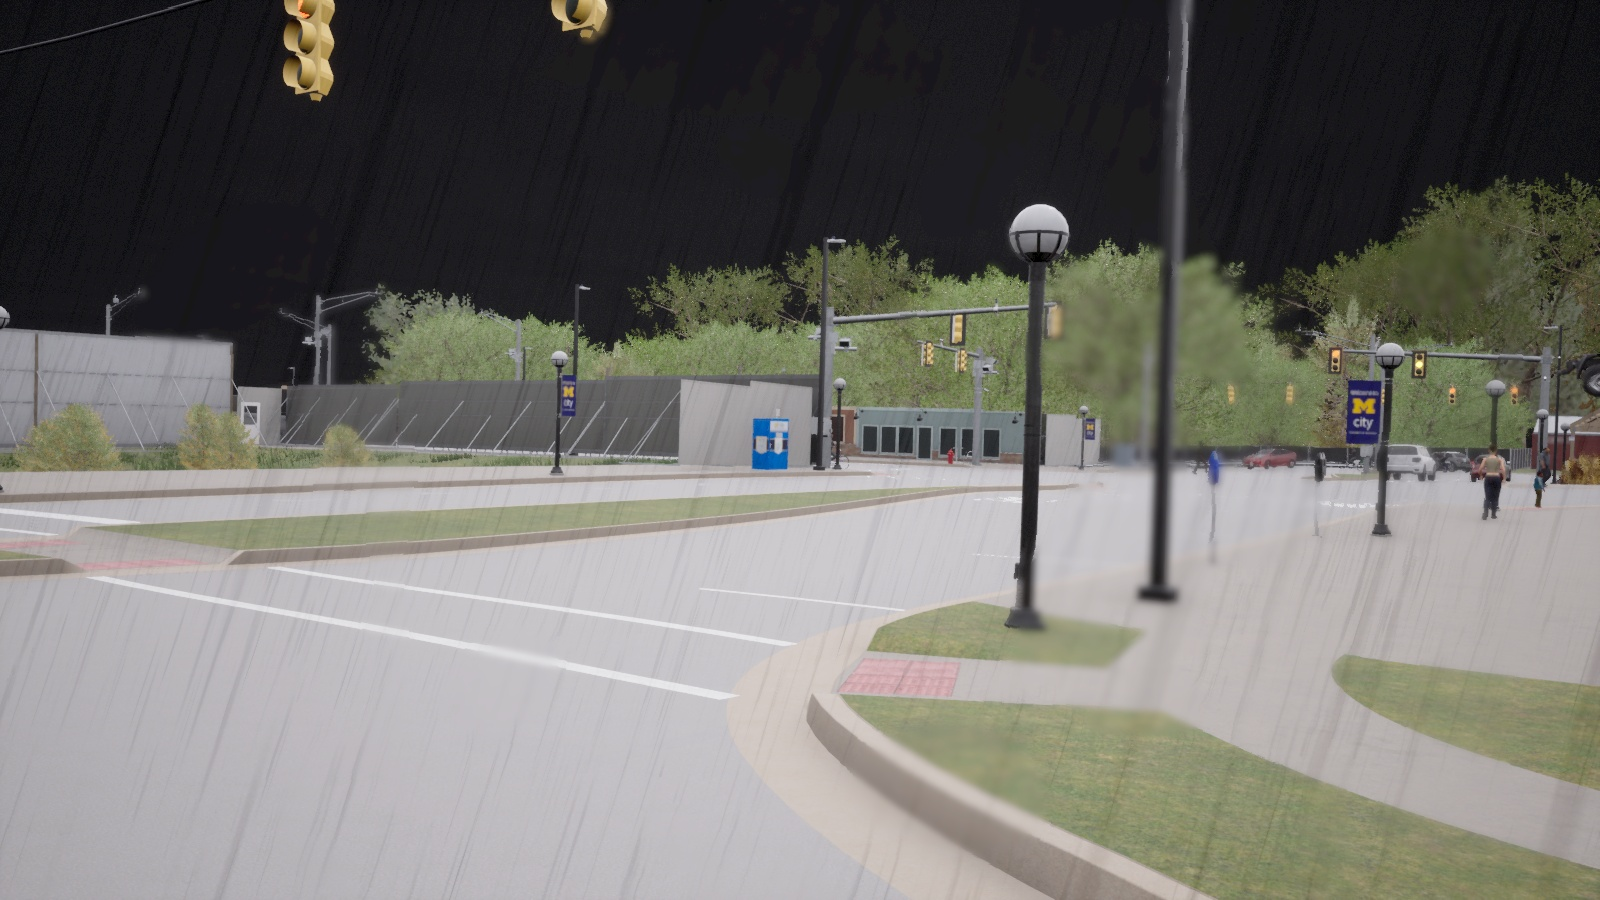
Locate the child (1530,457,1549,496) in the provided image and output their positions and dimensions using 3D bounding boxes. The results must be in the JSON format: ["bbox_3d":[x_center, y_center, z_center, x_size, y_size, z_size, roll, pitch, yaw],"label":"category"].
[{"bbox_3d":[23.025,0.818,39.100,0.448,1.192,0.343,1,2,21],"label":"child"}]

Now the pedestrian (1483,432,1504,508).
[{"bbox_3d":[16.815,0.476,30.455,0.345,1.836,0.594,2,2,34],"label":"pedestrian"}]

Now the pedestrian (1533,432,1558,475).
[{"bbox_3d":[32.711,0.135,55.115,0.540,1.848,0.694,0,2,-22],"label":"pedestrian"}]

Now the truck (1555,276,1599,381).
[{"bbox_3d":[30.150,-4.363,42.214,7.936,3.462,2.891,-3,2,32],"label":"truck"}]

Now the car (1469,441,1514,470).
[{"bbox_3d":[40.739,0.294,73.917,1.851,1.617,3.988,0,1,36],"label":"car"}]

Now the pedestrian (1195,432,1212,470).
[{"bbox_3d":[21.049,0.038,65.453,0.692,1.930,0.395,2,2,41],"label":"pedestrian"}]

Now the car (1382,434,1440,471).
[{"bbox_3d":[35.005,0.158,71.877,2.150,2.045,5.566,0,0,35],"label":"car"}]
